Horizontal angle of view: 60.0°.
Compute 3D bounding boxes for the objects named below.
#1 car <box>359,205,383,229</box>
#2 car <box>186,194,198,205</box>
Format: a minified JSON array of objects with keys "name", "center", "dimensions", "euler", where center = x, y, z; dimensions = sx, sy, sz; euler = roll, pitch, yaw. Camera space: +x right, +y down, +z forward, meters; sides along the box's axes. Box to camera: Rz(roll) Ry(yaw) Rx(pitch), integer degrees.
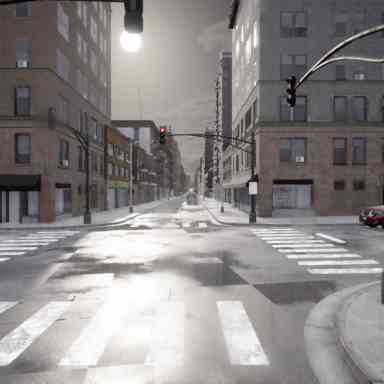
[{"name":"car","center":[12.058,1.123,18.418],"dimensions":[5.009,1.841,2.192],"euler":[-1,1,0]},{"name":"car","center":[0.000,1.593,60.066],"dimensions":[2.033,1.411,5.357],"euler":[0,0,0]}]
